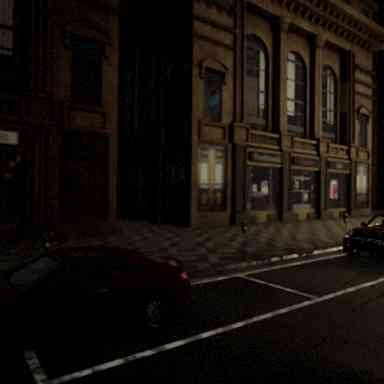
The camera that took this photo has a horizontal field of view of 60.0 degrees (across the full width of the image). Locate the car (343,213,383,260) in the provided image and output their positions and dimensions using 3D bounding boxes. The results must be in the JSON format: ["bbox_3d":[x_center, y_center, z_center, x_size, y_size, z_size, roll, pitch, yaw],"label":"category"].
[{"bbox_3d":[7.210,1.478,11.896,4.097,1.590,1.967,0,1,-35],"label":"car"}]

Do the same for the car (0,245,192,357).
[{"bbox_3d":[-1.949,1.586,5.365,4.206,1.307,1.802,0,1,-35],"label":"car"}]
